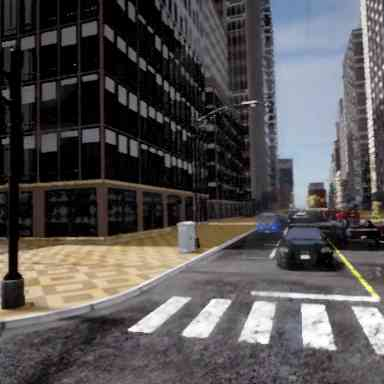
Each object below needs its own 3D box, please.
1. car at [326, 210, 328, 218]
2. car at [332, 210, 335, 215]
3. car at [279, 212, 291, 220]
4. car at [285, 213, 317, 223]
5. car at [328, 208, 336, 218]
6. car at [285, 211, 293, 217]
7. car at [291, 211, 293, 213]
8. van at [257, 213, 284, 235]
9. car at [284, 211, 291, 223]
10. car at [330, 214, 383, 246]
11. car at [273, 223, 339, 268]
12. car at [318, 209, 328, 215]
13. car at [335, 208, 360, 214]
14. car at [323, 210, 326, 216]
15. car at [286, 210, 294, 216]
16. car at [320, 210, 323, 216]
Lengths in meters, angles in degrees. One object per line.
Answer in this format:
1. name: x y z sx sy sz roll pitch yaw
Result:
1. car: 24.747 3.961 57.233 1.947 1.339 4.313 -2 -3 18
2. car: 21.346 3.471 46.700 1.887 1.381 4.507 -2 -3 18
3. car: 16.775 4.336 59.789 1.802 1.307 4.206 -2 -3 18
4. car: 8.406 2.626 25.457 1.882 1.535 5.008 -3 -3 18
5. car: 23.041 3.477 51.979 2.192 1.841 5.009 -2 -3 18
6. car: 23.574 5.273 80.856 1.802 1.307 4.206 -2 -3 18
7. car: 14.161 3.458 43.075 1.812 1.442 4.674 -3 -3 18
8. van: 6.569 2.687 28.200 1.690 1.788 3.998 -2 -3 18
9. car: 11.674 3.616 43.989 1.947 1.339 4.313 -2 -3 18
10. car: 9.842 2.311 19.933 2.128 1.511 4.902 -3 -3 18
11. car: 4.585 2.183 13.613 1.994 1.385 4.181 -3 -3 18
12. car: 34.946 5.367 88.834 1.947 1.339 4.313 -2 -3 18
13. car: 19.641 3.007 41.445 2.192 1.841 5.009 -2 -3 18
14. car: 26.441 3.945 62.513 2.192 1.841 5.009 -2 -3 18
15. car: 26.974 5.741 91.390 1.802 1.307 4.206 -2 -3 18
16. car: 29.846 4.649 73.034 2.008 1.369 4.403 -2 -3 18
